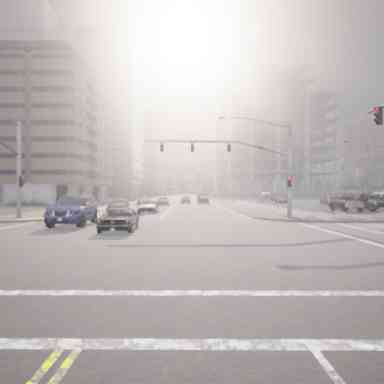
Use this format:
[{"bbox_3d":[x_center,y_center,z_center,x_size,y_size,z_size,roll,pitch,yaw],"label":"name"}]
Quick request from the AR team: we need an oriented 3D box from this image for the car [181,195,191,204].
[{"bbox_3d":[-1.238,1.629,65.424,1.895,1.301,4.718,0,0,0],"label":"car"}]

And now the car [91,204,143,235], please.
[{"bbox_3d":[-4.157,1.609,19.135,1.895,1.301,4.718,0,0,-3],"label":"car"}]

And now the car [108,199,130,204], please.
[{"bbox_3d":[-8.091,1.521,37.014,1.837,1.490,4.892,0,0,0],"label":"car"}]

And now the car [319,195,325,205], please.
[{"bbox_3d":[22.077,1.418,53.324,1.970,1.475,3.806,0,0,0],"label":"car"}]

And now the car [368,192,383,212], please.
[{"bbox_3d":[19.461,1.171,35.843,1.905,1.878,3.866,0,0,0],"label":"car"}]

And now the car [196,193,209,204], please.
[{"bbox_3d":[2.268,1.505,64.751,1.882,1.535,5.008,0,0,0],"label":"car"}]

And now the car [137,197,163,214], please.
[{"bbox_3d":[-4.581,1.562,35.658,2.033,1.411,5.357,0,0,0],"label":"car"}]

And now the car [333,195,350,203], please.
[{"bbox_3d":[30.664,1.393,68.469,1.784,1.438,3.905,0,0,0],"label":"car"}]

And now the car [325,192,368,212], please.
[{"bbox_3d":[16.566,1.169,35.883,1.932,1.855,4.605,0,0,0],"label":"car"}]

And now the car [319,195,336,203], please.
[{"bbox_3d":[27.769,1.424,68.455,1.970,1.475,3.806,0,0,0],"label":"car"}]

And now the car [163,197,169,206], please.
[{"bbox_3d":[-4.729,1.526,54.274,1.837,1.490,4.892,0,0,0],"label":"car"}]

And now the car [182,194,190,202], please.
[{"bbox_3d":[-1.316,1.335,74.495,1.882,1.535,5.008,0,0,0],"label":"car"}]

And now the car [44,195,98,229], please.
[{"bbox_3d":[-7.819,1.227,22.123,2.150,2.045,5.566,0,1,-3],"label":"car"}]
